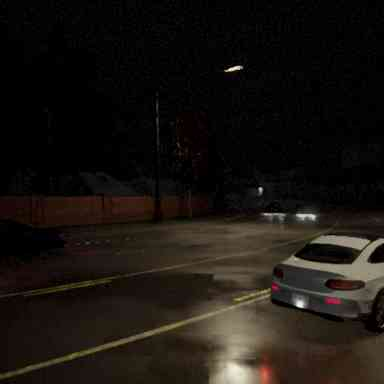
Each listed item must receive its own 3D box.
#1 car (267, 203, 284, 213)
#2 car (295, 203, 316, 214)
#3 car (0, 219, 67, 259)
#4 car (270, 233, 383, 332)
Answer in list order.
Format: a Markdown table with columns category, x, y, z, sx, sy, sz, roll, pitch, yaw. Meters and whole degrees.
| category | x | y | z | sx | sy | sz | roll | pitch | yaw |
| --- | --- | --- | --- | --- | --- | --- | --- | --- | --- |
| car | 11.738 | 2.235 | 47.415 | 1.812 | 1.442 | 4.674 | -1 | -1 | 7 |
| car | 14.658 | 2.144 | 43.058 | 1.994 | 1.385 | 4.181 | -1 | -1 | 8 |
| car | -7.312 | 1.678 | 11.662 | 5.357 | 1.411 | 2.033 | 1 | -1 | -37 |
| car | 3.479 | 1.587 | 6.957 | 4.674 | 1.442 | 1.812 | 0 | -1 | -42 |
